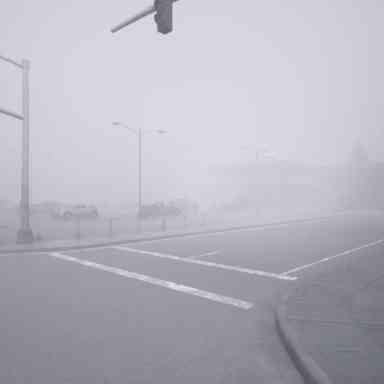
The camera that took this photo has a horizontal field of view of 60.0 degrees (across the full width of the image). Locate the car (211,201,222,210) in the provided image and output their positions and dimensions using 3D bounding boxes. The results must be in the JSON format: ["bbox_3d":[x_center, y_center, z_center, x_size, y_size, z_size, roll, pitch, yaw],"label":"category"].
[{"bbox_3d":[4.715,2.049,51.028,1.970,1.475,3.806,-1,-1,44],"label":"car"}]

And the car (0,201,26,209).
[{"bbox_3d":[-33.036,2.392,61.455,1.970,1.475,3.806,-1,-1,44],"label":"car"}]

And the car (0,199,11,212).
[{"bbox_3d":[-24.685,1.806,43.465,1.905,1.878,3.866,-1,-1,44],"label":"car"}]

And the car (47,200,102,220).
[{"bbox_3d":[-10.639,1.720,30.353,1.970,1.475,3.806,-1,-1,44],"label":"car"}]

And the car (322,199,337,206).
[{"bbox_3d":[30.692,2.325,72.357,4.611,1.667,2.242,-1,-1,44],"label":"car"}]

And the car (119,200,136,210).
[{"bbox_3d":[-9.615,2.095,54.065,2.007,1.523,4.514,-1,-1,44],"label":"car"}]

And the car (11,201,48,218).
[{"bbox_3d":[-15.481,1.721,34.578,2.152,1.636,5.027,-1,-1,44],"label":"car"}]

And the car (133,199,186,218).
[{"bbox_3d":[-3.107,1.783,32.880,2.007,1.523,4.514,-1,-1,44],"label":"car"}]

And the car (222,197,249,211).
[{"bbox_3d":[6.681,1.719,48.283,1.905,1.878,3.866,-1,-1,44],"label":"car"}]

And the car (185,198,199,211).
[{"bbox_3d":[-1.149,1.732,44.905,1.932,1.855,4.605,-1,-1,44],"label":"car"}]

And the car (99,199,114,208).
[{"bbox_3d":[-16.774,2.243,61.035,1.845,1.501,3.633,-1,-1,44],"label":"car"}]

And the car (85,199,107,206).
[{"bbox_3d":[-22.259,2.500,76.923,2.007,1.523,4.514,-1,-1,44],"label":"car"}]
